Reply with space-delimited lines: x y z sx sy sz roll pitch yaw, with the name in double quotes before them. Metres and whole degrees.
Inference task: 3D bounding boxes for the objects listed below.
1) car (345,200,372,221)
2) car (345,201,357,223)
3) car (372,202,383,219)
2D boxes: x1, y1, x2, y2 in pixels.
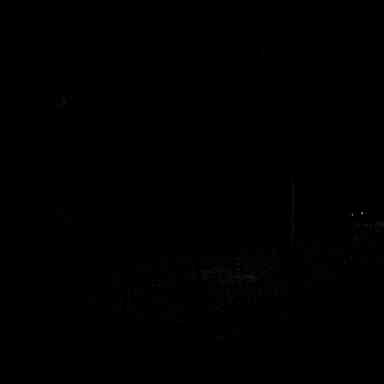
"car" 10.845 1.198 26.575 2.150 2.045 5.566 0 0 -35
"car" 9.307 1.530 24.354 1.947 1.339 4.313 0 0 -35
"car" 15.844 1.567 29.012 1.947 1.339 4.313 0 0 -35
